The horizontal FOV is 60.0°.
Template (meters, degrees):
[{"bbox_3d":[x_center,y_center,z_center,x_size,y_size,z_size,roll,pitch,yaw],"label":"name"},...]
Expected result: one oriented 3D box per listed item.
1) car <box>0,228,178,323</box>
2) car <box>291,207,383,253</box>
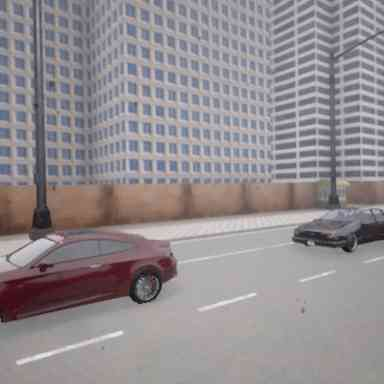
[{"bbox_3d":[-2.458,1.499,6.491,4.674,1.442,1.812,-1,1,-36],"label":"car"},{"bbox_3d":[6.187,1.289,12.757,5.357,1.411,2.033,-2,1,-35],"label":"car"}]
